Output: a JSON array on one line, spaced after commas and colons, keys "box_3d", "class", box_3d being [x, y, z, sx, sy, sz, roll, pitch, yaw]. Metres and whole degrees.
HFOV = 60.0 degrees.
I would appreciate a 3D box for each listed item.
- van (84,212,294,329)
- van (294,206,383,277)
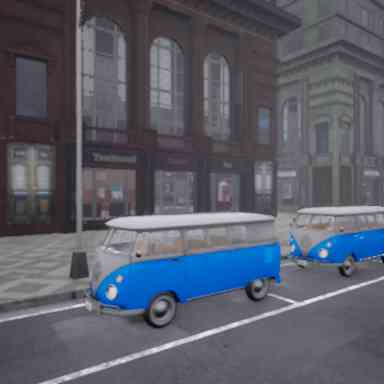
[{"box_3d": [0.020, 1.337, 6.664, 3.998, 1.788, 1.690, 0, 0, -35], "class": "van"}, {"box_3d": [4.609, 1.331, 9.936, 3.998, 1.788, 1.690, 0, 0, -35], "class": "van"}]
